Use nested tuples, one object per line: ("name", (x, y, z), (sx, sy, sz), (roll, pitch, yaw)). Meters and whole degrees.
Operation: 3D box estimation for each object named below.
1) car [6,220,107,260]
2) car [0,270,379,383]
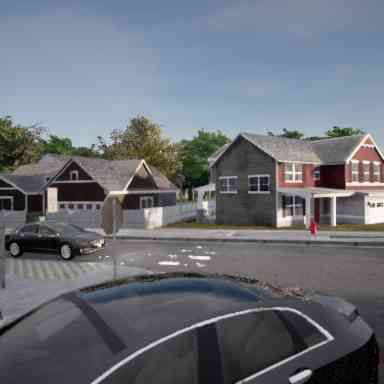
("car", (-6.097, 2.047, 14.766), (4.892, 1.490, 1.837), (-2, 0, 22))
("car", (-0.481, 1.524, 2.539), (4.892, 1.490, 1.837), (0, 0, -34))
